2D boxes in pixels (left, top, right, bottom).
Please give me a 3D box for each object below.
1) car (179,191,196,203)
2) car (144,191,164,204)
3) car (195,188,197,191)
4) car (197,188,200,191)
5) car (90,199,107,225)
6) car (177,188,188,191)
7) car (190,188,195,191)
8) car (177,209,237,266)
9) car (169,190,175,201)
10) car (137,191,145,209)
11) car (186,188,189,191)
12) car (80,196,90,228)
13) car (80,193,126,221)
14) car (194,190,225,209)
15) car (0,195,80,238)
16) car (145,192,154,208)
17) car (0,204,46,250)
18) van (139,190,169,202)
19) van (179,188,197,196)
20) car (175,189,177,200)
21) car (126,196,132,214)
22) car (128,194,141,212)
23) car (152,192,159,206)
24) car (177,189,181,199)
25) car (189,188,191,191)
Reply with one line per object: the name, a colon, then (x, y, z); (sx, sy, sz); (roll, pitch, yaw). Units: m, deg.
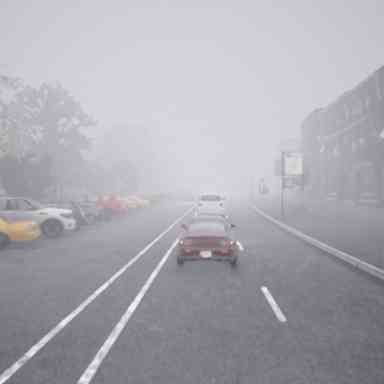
car: (-0.408, 0.906, 52.509); (1.994, 1.385, 4.181); (0, 1, 6)
car: (-6.667, 1.035, 43.168); (5.008, 1.535, 2.097); (-1, 1, -15)
car: (-1.982, 0.286, 81.491); (4.674, 1.452, 2.002); (-1, 1, -12)
car: (-1.356, 0.186, 84.465); (5.366, 1.575, 1.946); (-1, 1, -11)
car: (-8.384, 1.476, 22.417); (4.792, 1.488, 2.163); (-1, 1, -16)
car: (-4.025, 0.532, 66.783); (4.892, 1.521, 2.231); (-1, 1, -13)
car: (-2.862, 0.107, 75.596); (5.566, 2.045, 2.435); (-1, 1, -12)
car: (0.547, 1.557, 11.556); (1.812, 1.442, 4.674); (0, 0, 4)
car: (-5.764, 0.840, 52.032); (5.008, 1.535, 2.097); (-1, 1, -14)
car: (-7.487, 1.109, 34.282); (4.553, 1.767, 2.185); (-1, 1, -15)
car: (-3.602, 0.346, 69.724); (4.553, 1.767, 2.185); (-1, 1, -13)
car: (-8.524, 1.349, 19.469); (4.553, 1.767, 2.185); (-1, 1, -17)
car: (-8.180, 1.156, 25.381); (5.566, 2.045, 2.435); (-1, 1, -16)
car: (1.678, 1.097, 28.667); (2.150, 2.045, 5.566); (0, 1, 5)
car: (-8.712, 1.242, 16.504); (5.566, 2.045, 2.435); (-1, 0, -17)
car: (-7.381, 1.168, 37.197); (5.366, 1.575, 1.946); (-1, 2, -15)
car: (-9.083, 1.500, 13.456); (5.366, 1.575, 1.946); (-1, 0, -17)
van: (-6.185, 0.681, 49.035); (4.442, 1.987, 1.878); (-1, 1, -14)
van: (-0.973, -0.089, 87.385); (4.442, 1.987, 1.878); (-1, 1, -11)
car: (-5.401, 0.650, 54.980); (4.553, 1.767, 2.185); (-1, 1, -14)
car: (-7.939, 1.359, 28.366); (4.892, 1.521, 2.231); (-1, 1, -16)
car: (-7.694, 1.299, 31.325); (5.008, 1.535, 2.097); (-1, 1, -16)
car: (-6.929, 1.101, 40.202); (5.008, 1.535, 2.097); (-1, 2, -15)
car: (-5.090, 0.713, 57.930); (5.008, 1.535, 2.097); (-1, 1, -14)
car: (-3.241, 0.454, 72.672); (4.674, 1.452, 2.002); (-1, 1, -12)
